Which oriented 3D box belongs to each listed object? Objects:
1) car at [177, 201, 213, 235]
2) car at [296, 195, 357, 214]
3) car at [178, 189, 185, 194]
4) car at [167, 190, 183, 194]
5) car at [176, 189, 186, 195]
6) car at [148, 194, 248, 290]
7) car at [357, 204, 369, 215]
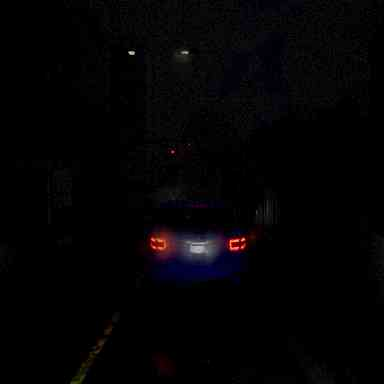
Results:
[{"bbox_3d":[0.128,1.389,19.168,1.837,1.490,4.892,0,1,0],"label":"car"},{"bbox_3d":[12.836,1.181,32.446,5.009,1.841,2.192,1,0,0],"label":"car"},{"bbox_3d":[-2.598,0.383,59.859,1.882,1.535,5.008,0,2,0],"label":"car"},{"bbox_3d":[-2.689,0.830,45.205,2.128,1.511,4.902,0,2,-1],"label":"car"},{"bbox_3d":[-2.464,-0.057,75.495,1.895,1.301,4.718,0,2,0],"label":"car"},{"bbox_3d":[0.116,1.195,9.142,2.150,2.045,5.566,0,0,0],"label":"car"},{"bbox_3d":[18.234,1.525,32.436,4.206,1.307,1.802,1,0,0],"label":"car"}]
